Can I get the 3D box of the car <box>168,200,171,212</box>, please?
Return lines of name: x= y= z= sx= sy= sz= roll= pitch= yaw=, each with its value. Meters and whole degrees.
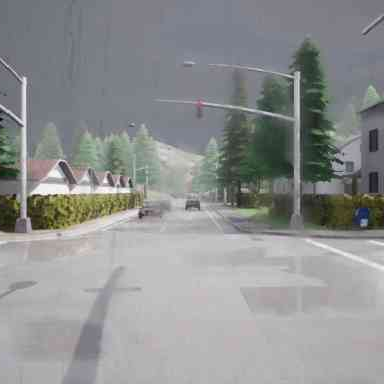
car: x=-3.493 y=1.611 z=39.353 sx=1.895 sy=1.301 sz=4.718 roll=0 pitch=0 yaw=0

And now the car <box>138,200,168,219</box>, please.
car: x=-3.494 y=1.572 z=29.358 sx=1.994 sy=1.385 sz=4.181 roll=0 pitch=0 yaw=0

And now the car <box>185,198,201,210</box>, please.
car: x=0.109 y=1.516 z=43.325 sx=1.837 sy=1.490 sz=4.892 roll=0 pitch=0 yaw=0
